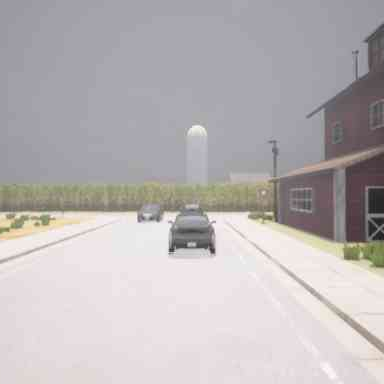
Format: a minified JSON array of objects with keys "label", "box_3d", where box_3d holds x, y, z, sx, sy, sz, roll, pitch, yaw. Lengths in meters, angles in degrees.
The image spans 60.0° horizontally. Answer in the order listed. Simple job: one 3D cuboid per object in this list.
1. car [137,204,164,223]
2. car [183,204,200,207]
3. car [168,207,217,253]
[{"label":"car","box_3d":[-3.502,1.763,28.468,2.128,1.511,4.902,0,-1,0]},{"label":"car","box_3d":[-0.030,1.757,29.481,1.882,1.535,5.008,0,0,-1]},{"label":"car","box_3d":[0.005,1.643,14.301,1.837,1.490,4.892,0,0,0]}]
